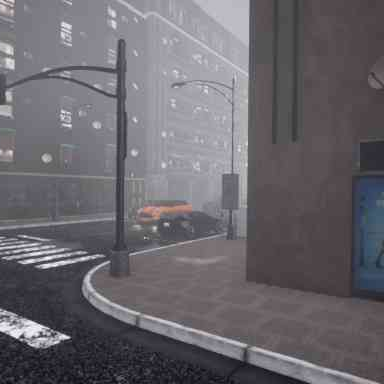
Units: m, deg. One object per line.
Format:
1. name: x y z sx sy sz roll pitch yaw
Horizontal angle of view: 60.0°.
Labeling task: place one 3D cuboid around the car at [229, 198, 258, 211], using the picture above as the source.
1. car: 6.362 1.483 40.522 1.802 1.307 4.206 1 1 35

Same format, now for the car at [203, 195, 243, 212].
1. car: 3.155 1.224 35.946 2.192 1.841 5.009 1 1 35

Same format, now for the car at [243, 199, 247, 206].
1. car: 7.562 1.461 37.947 1.812 1.442 4.674 1 0 36

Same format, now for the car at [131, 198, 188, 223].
1. car: -1.930 1.307 24.411 2.097 1.767 4.553 1 1 35

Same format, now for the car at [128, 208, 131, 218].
1. car: -3.267 1.362 26.799 1.967 1.590 4.097 1 1 35

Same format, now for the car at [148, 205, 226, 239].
1. car: -0.029 1.599 17.700 1.947 1.339 4.313 1 1 35
